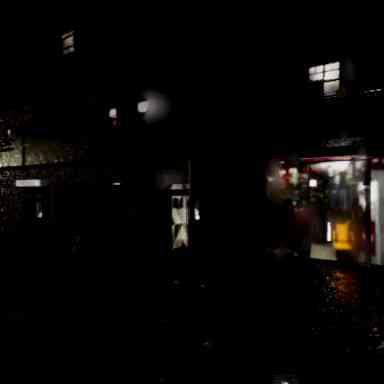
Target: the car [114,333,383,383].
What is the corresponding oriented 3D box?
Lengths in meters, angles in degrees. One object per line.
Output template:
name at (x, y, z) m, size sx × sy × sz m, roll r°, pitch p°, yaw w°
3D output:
car at (1.201, 1.582, 1.853) m, size 4.206 × 1.307 × 1.802 m, roll -1°, pitch 0°, yaw 35°
